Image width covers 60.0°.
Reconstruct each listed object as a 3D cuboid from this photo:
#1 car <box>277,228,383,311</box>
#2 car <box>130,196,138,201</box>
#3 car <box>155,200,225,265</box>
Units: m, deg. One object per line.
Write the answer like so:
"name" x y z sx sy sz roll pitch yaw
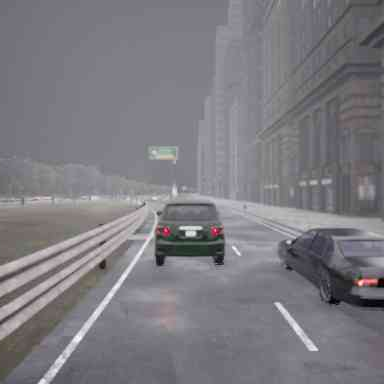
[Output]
"car" 3.594 1.587 8.107 2.033 1.411 5.357 0 0 0
"car" -16.181 1.750 92.828 2.033 1.411 5.357 0 0 -16
"car" -0.134 1.278 12.061 2.150 2.045 5.566 0 0 -2
